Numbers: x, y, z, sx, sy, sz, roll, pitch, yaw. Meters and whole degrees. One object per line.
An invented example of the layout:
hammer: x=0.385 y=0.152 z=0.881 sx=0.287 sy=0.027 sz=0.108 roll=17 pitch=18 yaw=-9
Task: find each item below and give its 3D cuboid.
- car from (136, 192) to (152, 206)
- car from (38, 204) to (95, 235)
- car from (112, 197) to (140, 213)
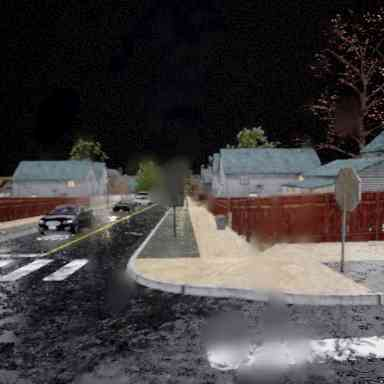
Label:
car: x=-7.404 y=0.950 z=51.677 sx=2.150 sy=2.045 sz=5.566 roll=0 pitch=0 yaw=-1
car: x=-6.763 y=1.439 z=18.437 sx=2.128 sy=1.511 sz=4.902 roll=0 pitch=0 yaw=-1
car: x=-7.134 y=1.526 z=35.380 sx=1.895 sy=1.301 sz=4.718 roll=0 pitch=0 yaw=-1
